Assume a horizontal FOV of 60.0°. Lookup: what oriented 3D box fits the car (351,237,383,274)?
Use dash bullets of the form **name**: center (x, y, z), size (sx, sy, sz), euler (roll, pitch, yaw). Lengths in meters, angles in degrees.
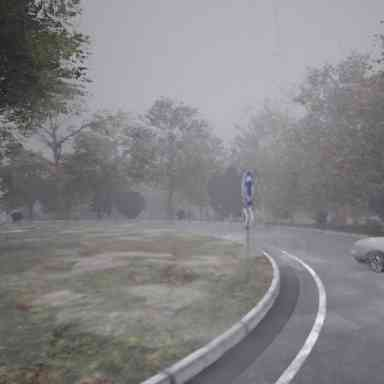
- **car**: center (6.963, 1.668, 8.940), size (1.895, 1.301, 4.718), euler (0, -1, -40)
